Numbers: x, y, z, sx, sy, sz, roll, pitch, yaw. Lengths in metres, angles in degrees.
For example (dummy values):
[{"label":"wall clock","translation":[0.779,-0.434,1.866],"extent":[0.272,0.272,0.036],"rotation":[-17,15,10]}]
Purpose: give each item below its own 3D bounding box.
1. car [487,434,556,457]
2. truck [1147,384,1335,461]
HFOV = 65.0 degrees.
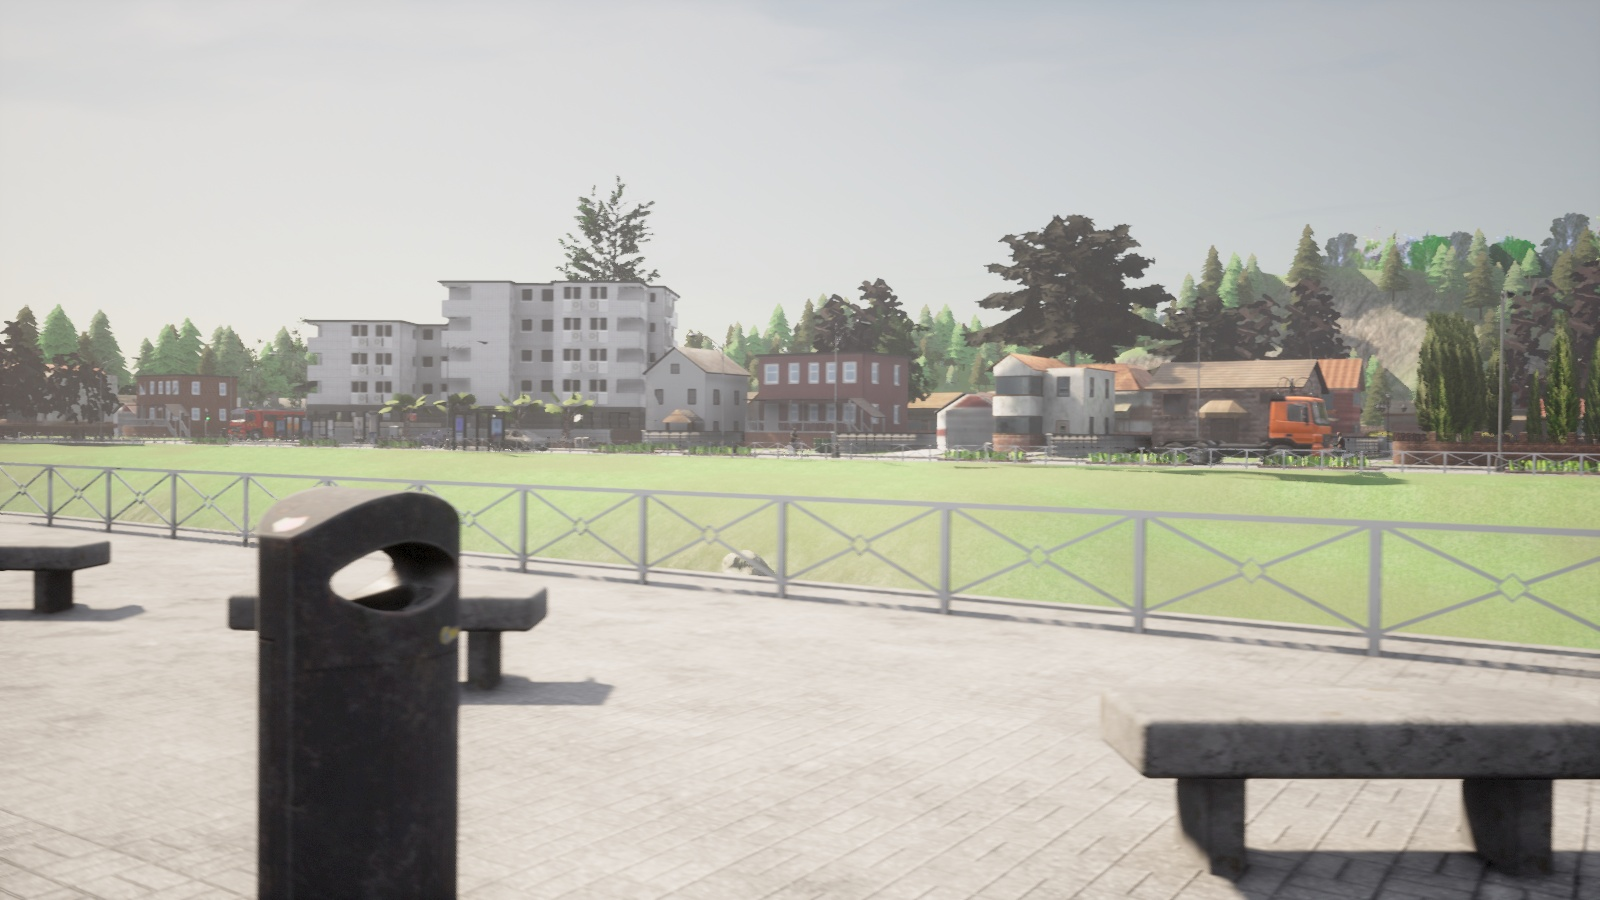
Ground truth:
[{"label":"car","translation":[-19.147,-0.325,86.206],"extent":[4.514,1.525,2.007],"rotation":[0,1,34]},{"label":"truck","translation":[20.875,-1.253,59.586],"extent":[7.936,3.462,2.891],"rotation":[0,1,34]}]
